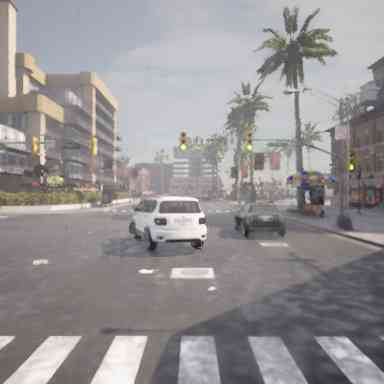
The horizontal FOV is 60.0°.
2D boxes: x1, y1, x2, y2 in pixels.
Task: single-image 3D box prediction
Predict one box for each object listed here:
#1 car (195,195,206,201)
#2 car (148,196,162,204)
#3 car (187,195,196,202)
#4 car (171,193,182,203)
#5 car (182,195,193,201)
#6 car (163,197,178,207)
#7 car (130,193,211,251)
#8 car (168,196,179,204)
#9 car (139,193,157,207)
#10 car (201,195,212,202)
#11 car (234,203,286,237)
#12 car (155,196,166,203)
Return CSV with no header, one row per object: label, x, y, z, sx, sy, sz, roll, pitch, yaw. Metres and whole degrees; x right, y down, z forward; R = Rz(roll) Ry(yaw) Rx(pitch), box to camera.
car,2.263,1.564,89.974,1.812,1.442,4.674,0,0,-12
car,-6.968,1.520,63.389,2.128,1.511,4.902,0,0,0
car,-0.086,1.513,79.930,1.882,1.535,5.008,0,0,-4
car,-3.470,1.258,73.939,2.150,2.045,5.566,0,0,0
car,-1.353,1.580,90.347,2.033,1.411,5.357,0,0,-12
car,-3.473,1.571,53.644,2.033,1.411,5.357,0,0,0
car,-1.202,1.228,14.445,2.150,2.045,5.566,1,0,-19
car,-3.468,1.533,63.368,1.837,1.490,4.892,0,0,0
car,-6.973,1.246,53.667,2.150,2.045,5.566,0,0,0
car,3.425,1.513,79.632,1.882,1.535,5.008,0,0,-4
car,3.610,1.360,18.388,2.097,1.767,4.553,0,0,0
car,-6.966,1.573,73.729,2.033,1.411,5.357,0,0,0
